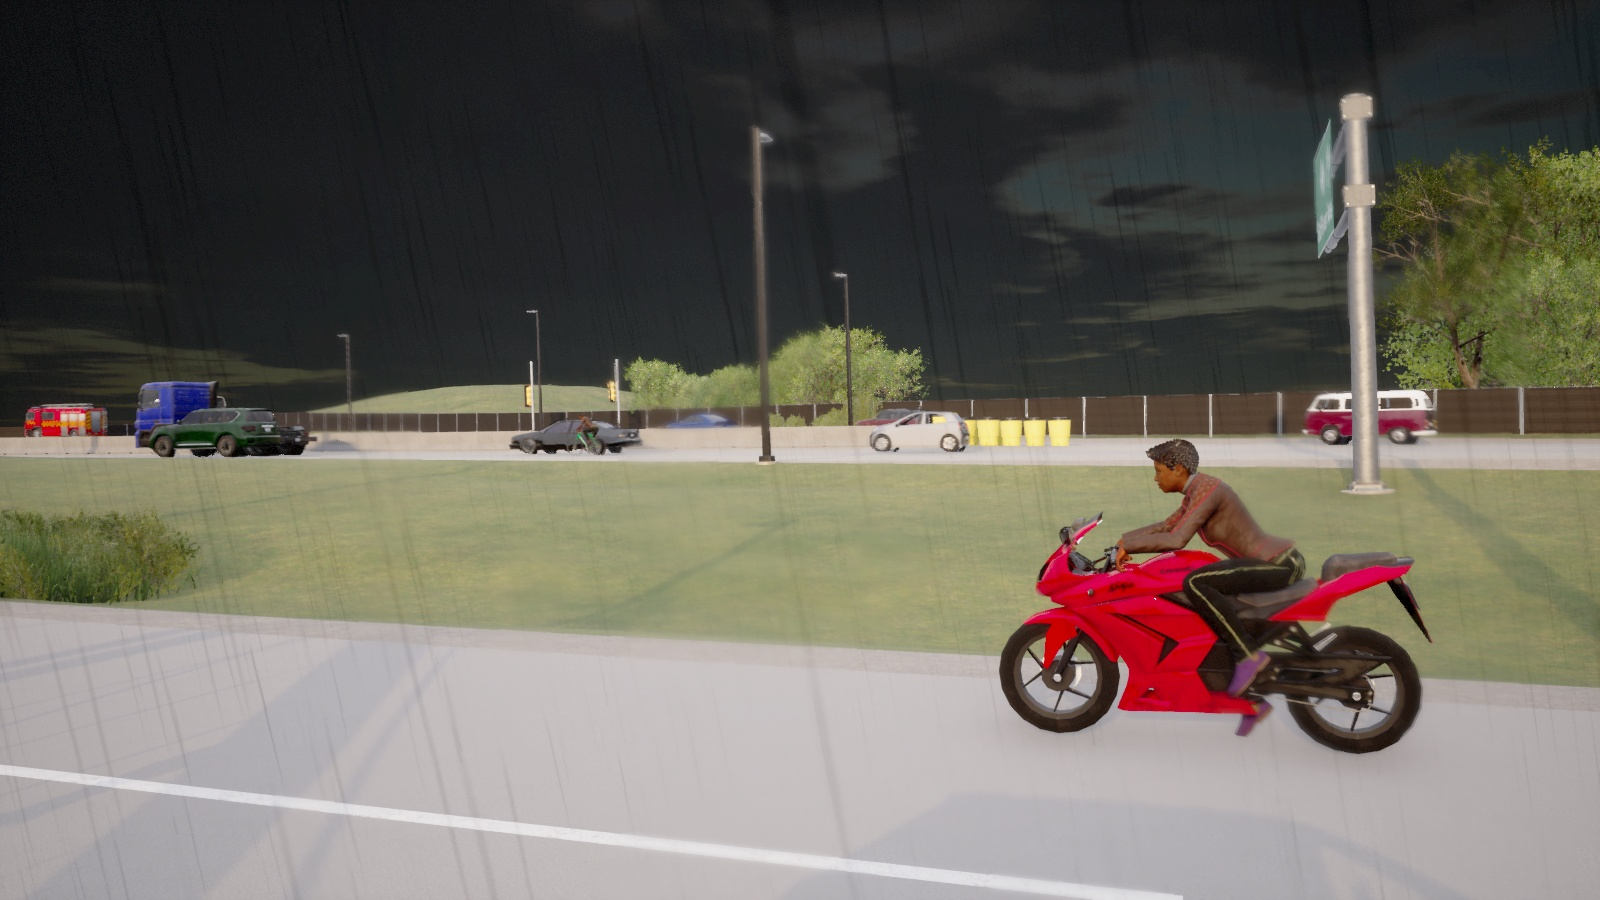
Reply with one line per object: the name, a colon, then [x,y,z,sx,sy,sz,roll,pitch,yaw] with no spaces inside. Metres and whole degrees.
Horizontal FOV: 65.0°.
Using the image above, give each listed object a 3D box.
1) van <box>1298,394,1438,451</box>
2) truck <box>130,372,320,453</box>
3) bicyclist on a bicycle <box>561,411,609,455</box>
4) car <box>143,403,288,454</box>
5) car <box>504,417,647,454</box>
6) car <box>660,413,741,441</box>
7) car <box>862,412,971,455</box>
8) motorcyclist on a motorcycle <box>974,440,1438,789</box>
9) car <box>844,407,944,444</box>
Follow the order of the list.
van: [21.546,-1.039,47.683,4.480,2.038,2.069,1,2,38]
truck: [-25.876,-1.649,56.515,7.936,3.462,2.891,0,1,19]
bicyclist on a bicycle: [-7.978,-0.626,46.581,1.656,1.620,0.582,0,1,19]
car: [-24.327,-0.893,52.279,5.566,2.045,2.150,0,1,19]
car: [-9.061,-0.585,50.666,5.357,1.411,2.033,0,1,19]
car: [-5.736,-1.342,72.149,1.882,1.535,5.008,-2,2,-44]
car: [4.293,-0.596,46.008,3.633,1.501,1.845,0,1,19]
motorcyclist on a motorcycle: [1.955,0.718,6.226,2.044,1.523,0.797,0,1,19]
car: [4.606,-1.213,61.942,4.553,1.767,2.097,1,2,42]
